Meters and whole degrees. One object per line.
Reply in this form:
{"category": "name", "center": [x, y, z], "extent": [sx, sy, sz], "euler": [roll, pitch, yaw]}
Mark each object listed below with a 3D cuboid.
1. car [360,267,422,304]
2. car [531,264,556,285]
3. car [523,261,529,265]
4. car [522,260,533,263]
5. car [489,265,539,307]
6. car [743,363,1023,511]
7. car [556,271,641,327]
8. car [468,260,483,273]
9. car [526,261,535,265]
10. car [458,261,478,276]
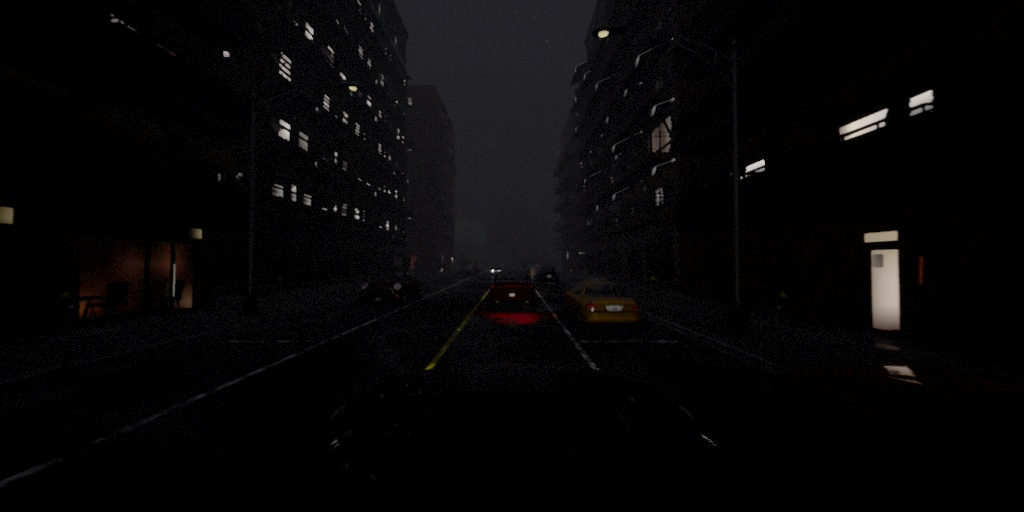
{"category": "car", "center": [-5.695, 1.335, 17.251], "extent": [1.967, 1.591, 4.097], "euler": [0, 0, 0]}
{"category": "car", "center": [2.787, 1.571, 28.988], "extent": [1.948, 1.339, 4.313], "euler": [0, 0, 0]}
{"category": "car", "center": [2.871, 1.761, 50.618], "extent": [2.007, 1.370, 4.403], "euler": [0, 0, 0]}
{"category": "car", "center": [2.881, 1.632, 61.753], "extent": [2.192, 1.841, 5.009], "euler": [0, 0, 0]}
{"category": "car", "center": [0.017, 1.365, 16.338], "extent": [1.882, 1.535, 5.008], "euler": [0, 0, 0]}
{"category": "car", "center": [2.691, 1.053, 0.508], "extent": [2.192, 1.841, 5.009], "euler": [0, 0, 0]}
{"category": "car", "center": [2.709, 1.368, 11.813], "extent": [1.751, 1.417, 4.829], "euler": [0, 0, 0]}
{"category": "car", "center": [-5.777, 1.526, 50.658], "extent": [2.192, 1.841, 5.009], "euler": [0, 0, 0]}
{"category": "car", "center": [2.861, 1.630, 39.652], "extent": [1.751, 1.417, 4.829], "euler": [0, 0, 0]}
{"category": "car", "center": [-5.781, 1.709, 45.090], "extent": [2.007, 1.370, 4.403], "euler": [0, 0, 0]}
